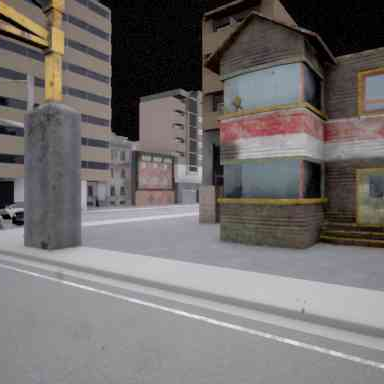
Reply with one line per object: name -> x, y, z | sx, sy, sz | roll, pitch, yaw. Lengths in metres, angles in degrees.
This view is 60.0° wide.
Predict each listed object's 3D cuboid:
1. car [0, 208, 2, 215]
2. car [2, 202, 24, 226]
car -> -13.269, 1.295, 25.708 | 4.536, 1.218, 1.853 | 0, 0, -30
car -> -10.111, 1.453, 23.009 | 2.038, 1.542, 4.974 | 0, 0, 15
